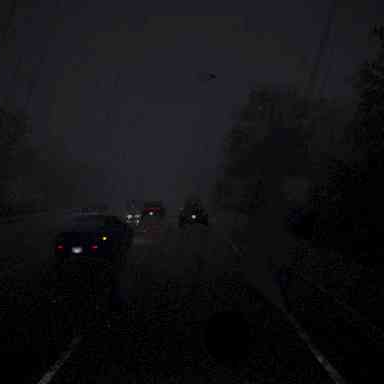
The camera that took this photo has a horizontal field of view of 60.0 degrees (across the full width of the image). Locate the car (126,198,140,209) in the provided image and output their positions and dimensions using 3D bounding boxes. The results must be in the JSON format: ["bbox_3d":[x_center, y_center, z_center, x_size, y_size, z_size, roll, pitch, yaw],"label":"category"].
[{"bbox_3d":[-7.080,1.517,42.167,2.128,1.511,4.902,0,0,0],"label":"car"}]

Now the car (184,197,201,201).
[{"bbox_3d":[0.110,1.376,42.213,2.097,1.767,4.553,0,0,0],"label":"car"}]

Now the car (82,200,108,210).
[{"bbox_3d":[-10.585,1.585,36.466,1.994,1.385,4.181,0,0,0],"label":"car"}]

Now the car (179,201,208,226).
[{"bbox_3d":[0.108,1.577,23.422,1.994,1.385,4.181,0,0,0],"label":"car"}]

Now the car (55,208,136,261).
[{"bbox_3d":[-3.396,1.533,12.128,1.812,1.442,4.674,0,0,0],"label":"car"}]

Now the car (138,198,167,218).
[{"bbox_3d":[-3.392,1.522,30.093,1.837,1.490,4.892,0,0,0],"label":"car"}]
